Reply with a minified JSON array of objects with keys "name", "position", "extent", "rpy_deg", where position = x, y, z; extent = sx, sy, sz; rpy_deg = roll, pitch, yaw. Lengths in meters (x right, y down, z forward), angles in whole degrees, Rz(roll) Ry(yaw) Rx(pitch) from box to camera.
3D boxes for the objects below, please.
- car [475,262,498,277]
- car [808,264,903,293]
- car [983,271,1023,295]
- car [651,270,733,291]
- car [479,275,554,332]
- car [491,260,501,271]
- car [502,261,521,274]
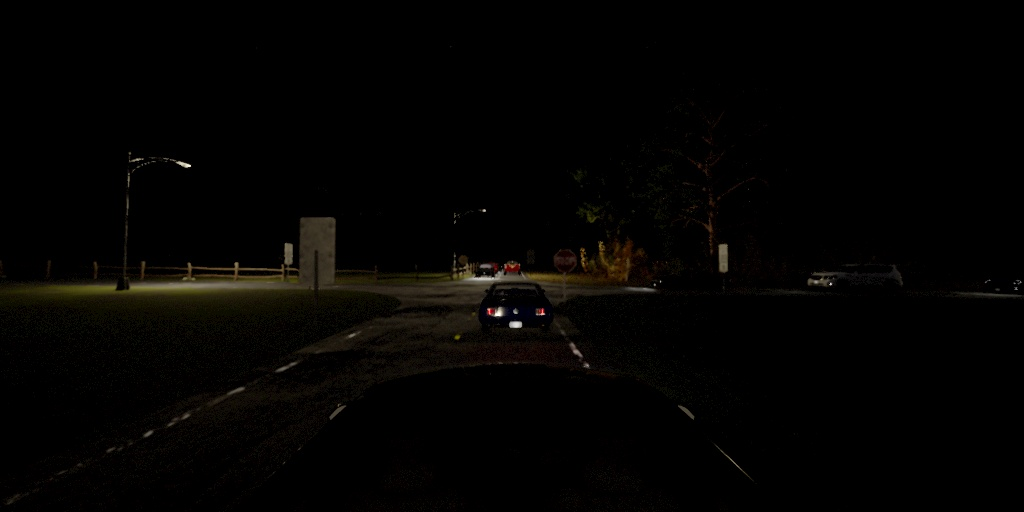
[{"name":"car","position":[-2.878,1.625,39.467],"extent":[1.994,1.385,4.181],"rpy_deg":[0,0,0]},{"name":"car","position":[24.870,1.579,26.074],"extent":[5.566,2.045,2.150],"rpy_deg":[1,-1,0]},{"name":"car","position":[37.619,1.902,26.146],"extent":[4.553,1.767,2.097],"rpy_deg":[1,-1,0]},{"name":"car","position":[12.960,1.728,25.953],"extent":[5.357,1.411,2.033],"rpy_deg":[1,-1,-2]},{"name":"car","position":[0.102,1.425,11.093],"extent":[1.895,1.301,4.718],"rpy_deg":[0,0,0]},{"name":"car","position":[-2.878,1.615,48.190],"extent":[1.882,1.535,5.008],"rpy_deg":[0,0,0]},{"name":"car","position":[0.060,1.484,47.594],"extent":[2.097,1.767,4.553],"rpy_deg":[0,-1,0]}]
